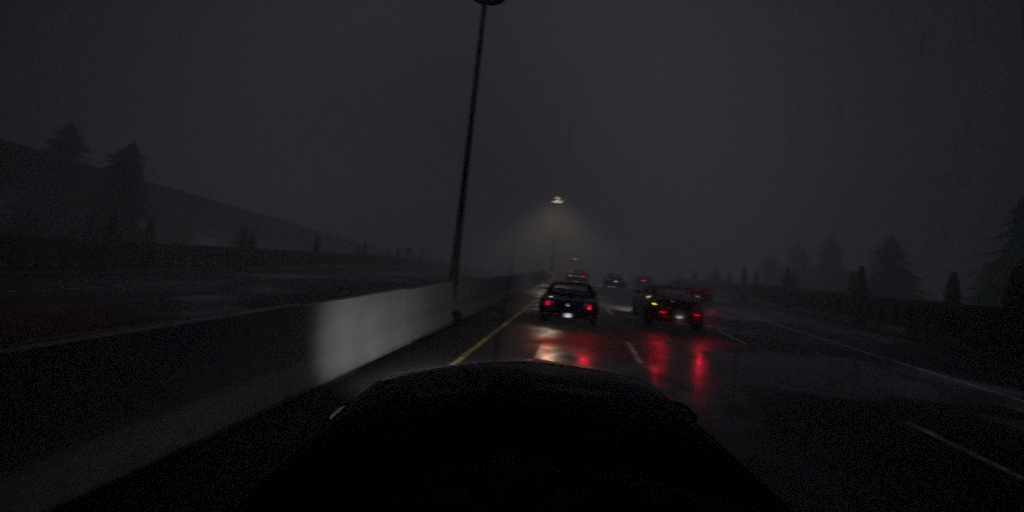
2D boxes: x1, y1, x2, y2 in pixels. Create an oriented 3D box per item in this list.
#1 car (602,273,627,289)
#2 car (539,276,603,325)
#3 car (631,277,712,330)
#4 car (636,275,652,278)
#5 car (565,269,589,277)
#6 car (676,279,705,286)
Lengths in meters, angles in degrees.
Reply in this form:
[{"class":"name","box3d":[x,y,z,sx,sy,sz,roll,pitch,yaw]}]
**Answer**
[{"class":"car","box3d":[9.812,2.371,34.432,1.994,1.385,4.181,4,-2,11]},{"class":"car","box3d":[2.185,1.615,13.384,1.895,1.301,4.718,4,-1,11]},{"class":"car","box3d":[5.810,1.802,13.708,1.812,1.442,4.674,4,0,11]},{"class":"car","box3d":[14.259,2.835,39.072,1.837,1.490,4.892,4,-2,11]},{"class":"car","box3d":[5.721,1.937,31.626,2.128,1.511,4.902,4,-1,11]},{"class":"car","box3d":[11.185,2.227,23.093,1.882,1.535,5.008,4,0,11]}]
